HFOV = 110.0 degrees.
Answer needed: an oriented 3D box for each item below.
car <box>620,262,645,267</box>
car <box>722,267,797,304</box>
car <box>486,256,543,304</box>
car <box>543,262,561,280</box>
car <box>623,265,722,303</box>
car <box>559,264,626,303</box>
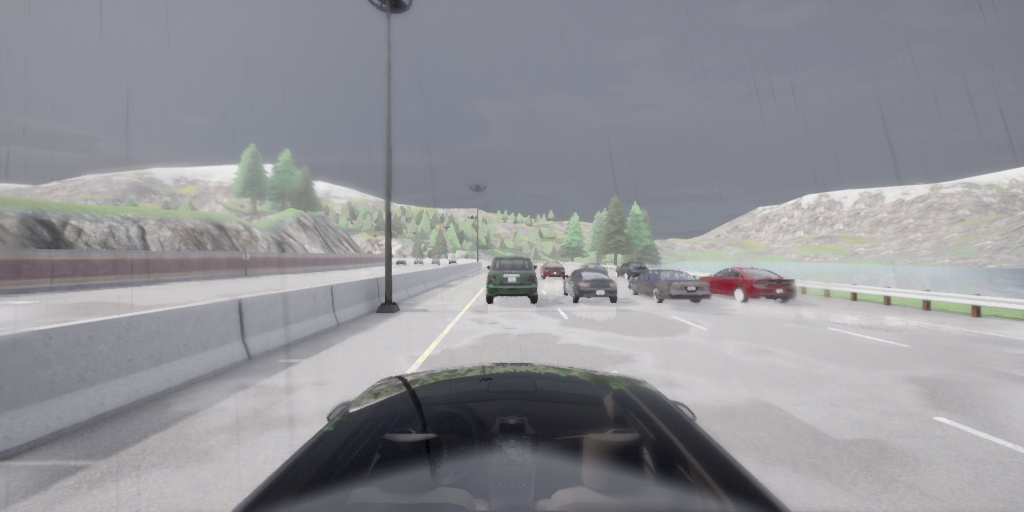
[{"bbox_3d":[10.500,1.267,31.500,1.837,1.490,4.892,0,0,0],"label":"car"},{"bbox_3d":[10.500,1.235,16.500,1.882,1.535,5.008,0,0,0],"label":"car"},{"bbox_3d":[0.000,1.008,16.530,2.150,2.045,5.566,0,0,0],"label":"car"},{"bbox_3d":[3.500,1.235,31.500,1.882,1.535,5.008,0,0,0],"label":"car"},{"bbox_3d":[7.000,1.314,16.500,2.033,1.411,5.357,0,0,0],"label":"car"},{"bbox_3d":[3.500,1.283,16.500,1.812,1.442,4.674,0,0,0],"label":"car"}]
